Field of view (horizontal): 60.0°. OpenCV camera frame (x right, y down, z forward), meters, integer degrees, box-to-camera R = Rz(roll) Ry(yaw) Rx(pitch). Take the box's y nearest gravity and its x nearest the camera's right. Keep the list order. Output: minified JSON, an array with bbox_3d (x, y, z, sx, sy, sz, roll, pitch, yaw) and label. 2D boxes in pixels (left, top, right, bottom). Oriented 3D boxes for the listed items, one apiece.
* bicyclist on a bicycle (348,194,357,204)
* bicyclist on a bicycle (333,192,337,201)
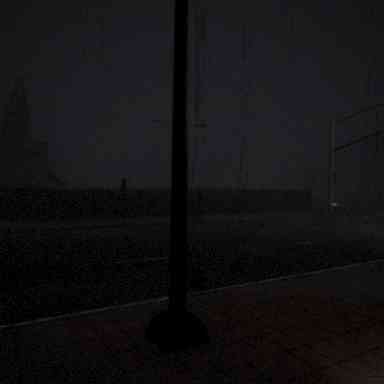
[{"bbox_3d":[25.026,1.051,51.826,1.656,1.620,0.582,0,1,-18],"label":"bicyclist on a bicycle"},{"bbox_3d":[24.468,0.820,56.801,0.582,1.620,1.656,1,1,26],"label":"bicyclist on a bicycle"}]
